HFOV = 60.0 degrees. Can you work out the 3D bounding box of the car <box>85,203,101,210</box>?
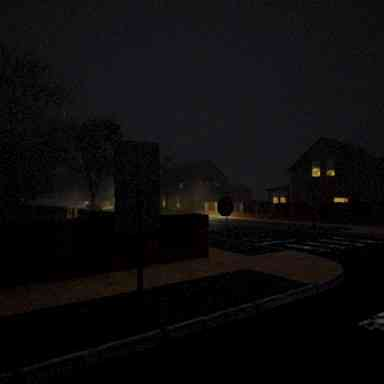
[{"bbox_3d":[-17.539,2.625,58.994,1.882,1.535,5.008,-1,-1,-31],"label":"car"}]
